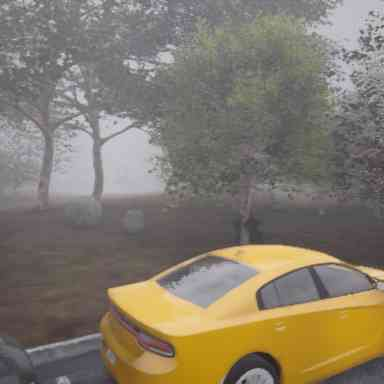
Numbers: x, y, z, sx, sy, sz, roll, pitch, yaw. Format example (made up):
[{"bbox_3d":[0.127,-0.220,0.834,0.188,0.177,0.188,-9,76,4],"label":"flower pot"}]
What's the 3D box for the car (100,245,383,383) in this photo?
[{"bbox_3d":[1.325,1.497,4.608,5.008,1.535,2.097,0,0,-30],"label":"car"}]
